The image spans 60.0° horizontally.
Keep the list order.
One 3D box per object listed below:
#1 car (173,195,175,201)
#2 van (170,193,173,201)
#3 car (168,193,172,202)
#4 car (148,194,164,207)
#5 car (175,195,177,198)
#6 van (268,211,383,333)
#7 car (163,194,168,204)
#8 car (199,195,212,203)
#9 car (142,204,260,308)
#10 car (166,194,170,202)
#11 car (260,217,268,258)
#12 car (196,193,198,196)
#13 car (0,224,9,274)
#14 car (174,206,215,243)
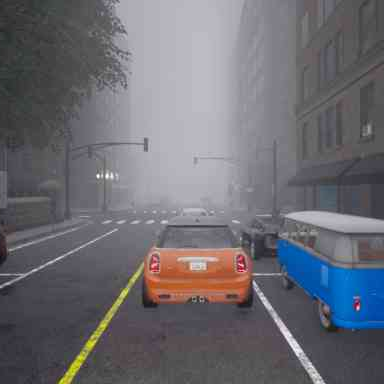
[{"bbox_3d":[-5.649,1.523,77.446,2.008,1.369,4.403,0,0,0],"label":"car"},{"bbox_3d":[-5.651,1.312,71.996,1.690,1.788,3.998,0,0,0],"label":"van"},{"bbox_3d":[-5.652,1.515,66.545,1.887,1.381,4.507,0,0,0],"label":"car"},{"bbox_3d":[-5.656,1.498,50.023,1.752,1.417,4.829,0,0,0],"label":"car"},{"bbox_3d":[-5.649,1.290,82.897,2.192,1.841,5.009,0,0,0],"label":"car"},{"bbox_3d":[2.858,1.340,6.542,1.690,1.788,3.998,0,0,0],"label":"van"},{"bbox_3d":[-5.655,1.522,55.643,2.008,1.369,4.403,0,0,0],"label":"car"},{"bbox_3d":[2.872,1.410,66.579,1.967,1.590,4.097,0,0,0],"label":"car"},{"bbox_3d":[0.104,1.351,8.096,2.097,1.767,4.553,0,0,0],"label":"car"},{"bbox_3d":[-5.653,1.515,61.094,1.887,1.381,4.507,0,0,0],"label":"car"},{"bbox_3d":[2.860,1.563,12.202,1.947,1.339,4.313,0,0,0],"label":"car"},{"bbox_3d":[2.880,1.507,93.991,1.752,1.417,4.829,0,0,0],"label":"car"},{"bbox_3d":[-5.667,1.314,6.504,2.192,1.841,5.009,0,0,0],"label":"car"},{"bbox_3d":[0.106,1.521,17.097,1.812,1.442,4.674,0,0,0],"label":"car"}]
